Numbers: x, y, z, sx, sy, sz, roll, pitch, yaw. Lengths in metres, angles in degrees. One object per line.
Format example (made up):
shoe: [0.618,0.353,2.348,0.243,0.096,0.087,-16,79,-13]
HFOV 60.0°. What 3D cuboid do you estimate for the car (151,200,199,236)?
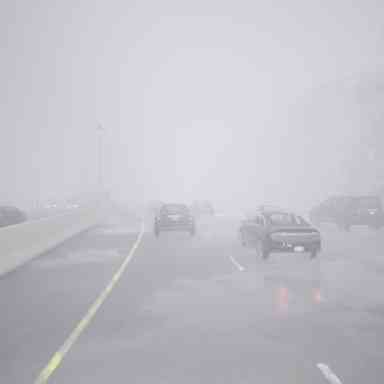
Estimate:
car: [-1.063,1.363,18.723,2.097,1.767,4.553,0,0,-6]

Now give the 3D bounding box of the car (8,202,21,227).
car: [-12.012,1.583,20.684,2.033,1.411,5.357,0,0,-7]

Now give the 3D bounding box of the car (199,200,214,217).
car: [0.769,1.503,30.969,2.128,1.511,4.902,0,0,-9]

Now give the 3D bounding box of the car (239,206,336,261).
car: [3.029,1.490,12.363,2.128,1.511,4.902,0,0,-4]

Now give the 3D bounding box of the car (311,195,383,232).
car: [9.344,1.210,20.403,2.150,2.045,5.566,0,0,-6]

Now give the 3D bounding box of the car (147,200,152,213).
car: [-4.038,1.573,37.570,2.033,1.411,5.357,0,0,-12]
